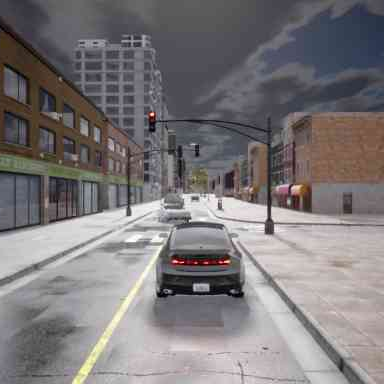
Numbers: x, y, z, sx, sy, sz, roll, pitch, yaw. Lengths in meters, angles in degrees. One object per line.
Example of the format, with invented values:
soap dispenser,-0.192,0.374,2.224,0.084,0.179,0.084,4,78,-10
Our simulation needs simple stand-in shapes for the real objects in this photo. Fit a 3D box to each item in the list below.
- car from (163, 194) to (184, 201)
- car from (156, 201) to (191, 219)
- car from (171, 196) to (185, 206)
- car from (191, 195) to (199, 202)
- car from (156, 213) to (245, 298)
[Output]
car,-2.436,1.220,42.641,2.150,2.045,5.566,0,0,1
car,-1.519,1.603,26.074,1.895,1.301,4.718,0,0,-17
car,-2.284,1.476,56.667,2.128,1.511,4.902,0,0,1
car,0.740,1.466,75.138,1.837,1.490,4.892,0,0,1
car,0.176,1.505,8.526,1.837,1.490,4.892,0,0,0
